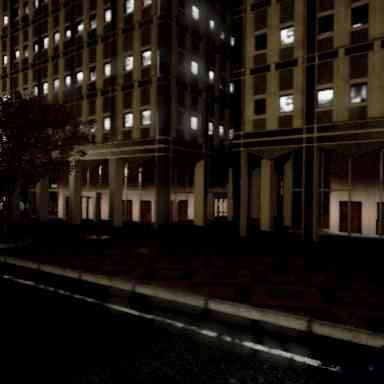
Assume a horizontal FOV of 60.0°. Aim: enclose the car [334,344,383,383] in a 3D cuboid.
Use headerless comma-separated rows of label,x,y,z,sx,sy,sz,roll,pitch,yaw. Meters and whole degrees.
car,3.108,1.508,1.469,4.674,1.442,1.812,-1,-1,36
